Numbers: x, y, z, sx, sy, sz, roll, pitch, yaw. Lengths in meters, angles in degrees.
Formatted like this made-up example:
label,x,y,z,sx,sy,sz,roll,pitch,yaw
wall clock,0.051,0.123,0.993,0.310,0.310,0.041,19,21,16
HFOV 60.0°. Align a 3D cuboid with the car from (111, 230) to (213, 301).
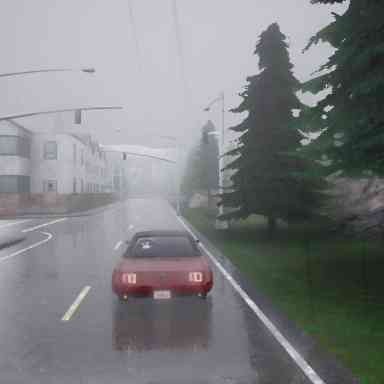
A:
label,x,y,z,sx,sy,sz,roll,pitch,yaw
car,-0.726,1.601,8.317,1.895,1.301,4.718,0,0,-5
